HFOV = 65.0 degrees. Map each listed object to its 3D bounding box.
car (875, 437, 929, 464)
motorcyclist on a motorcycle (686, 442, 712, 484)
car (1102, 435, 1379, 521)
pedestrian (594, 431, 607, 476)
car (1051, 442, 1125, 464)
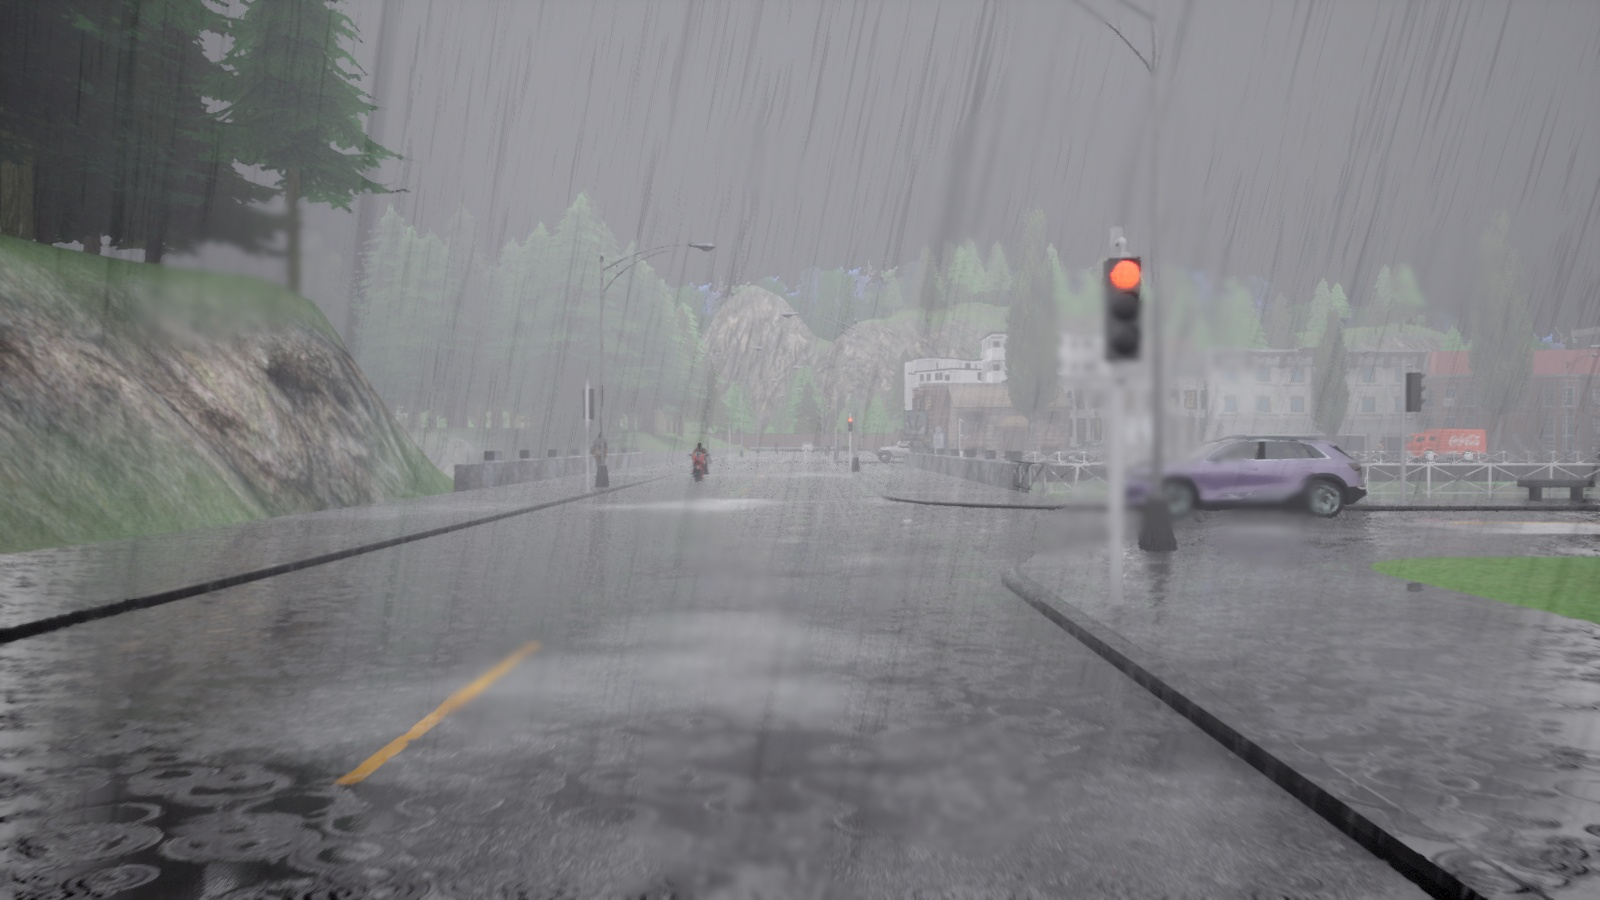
[{"bbox_3d":[7.380,0.035,90.999,3.866,1.878,1.905,0,0,4],"label":"car"},{"bbox_3d":[-3.717,0.464,46.412,0.797,1.523,2.044,0,0,0],"label":"motorcyclist on a motorcycle"},{"bbox_3d":[8.736,0.541,25.242,4.856,1.649,2.033,0,0,0],"label":"car"},{"bbox_3d":[-8.277,0.157,52.016,0.540,1.848,0.694,0,0,-9],"label":"pedestrian"},{"bbox_3d":[20.781,0.208,90.828,4.902,1.511,2.128,0,0,0],"label":"car"}]
